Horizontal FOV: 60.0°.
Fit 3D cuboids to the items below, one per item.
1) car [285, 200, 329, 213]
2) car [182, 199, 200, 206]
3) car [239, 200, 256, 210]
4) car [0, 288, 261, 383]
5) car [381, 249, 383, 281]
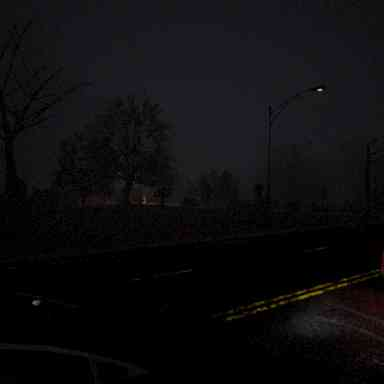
[{"bbox_3d":[12.788,1.618,37.225,1.882,1.535,5.008,2,-2,-36],"label":"car"},{"bbox_3d":[0.010,1.798,55.064,1.812,1.442,4.674,2,-2,-34],"label":"car"},{"bbox_3d":[6.963,1.761,45.159,1.994,1.385,4.181,2,-2,-37],"label":"car"},{"bbox_3d":[-1.592,1.492,2.302,4.902,1.511,2.128,0,0,-36],"label":"car"},{"bbox_3d":[6.704,1.362,8.265,4.553,1.767,2.097,0,0,-36],"label":"car"}]
